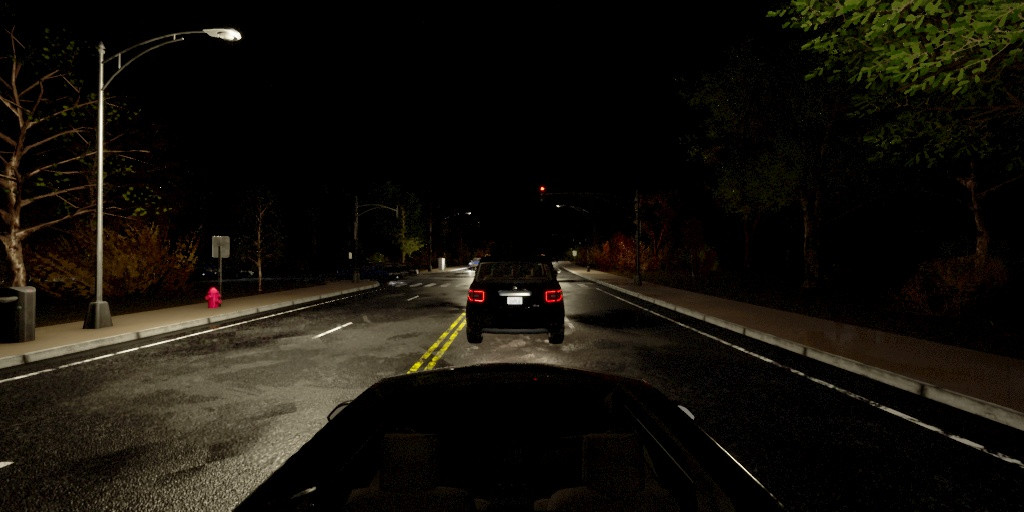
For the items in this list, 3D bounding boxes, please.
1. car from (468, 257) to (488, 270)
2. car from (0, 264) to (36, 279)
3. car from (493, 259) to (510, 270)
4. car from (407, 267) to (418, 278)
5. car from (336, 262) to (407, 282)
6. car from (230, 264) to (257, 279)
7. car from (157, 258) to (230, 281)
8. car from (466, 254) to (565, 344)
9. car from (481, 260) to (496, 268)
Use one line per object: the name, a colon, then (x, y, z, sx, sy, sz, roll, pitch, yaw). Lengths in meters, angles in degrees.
car: (-4.777, 1.056, 50.934, 2.097, 1.767, 4.553, 0, 0, 4)
car: (-52.457, 1.712, 36.771, 4.902, 1.511, 2.128, -1, -1, 10)
car: (-1.461, 1.190, 52.005, 2.128, 1.511, 4.902, 0, 0, 2)
car: (-11.316, 1.326, 33.601, 4.902, 1.511, 2.128, -1, 0, 1)
car: (-11.782, 1.345, 29.527, 5.357, 1.411, 2.033, -1, -1, 15)
car: (-28.062, 1.500, 35.806, 4.902, 1.511, 2.128, -1, -1, 10)
car: (-29.343, 1.209, 32.730, 5.566, 2.045, 2.150, -1, -1, 10)
car: (0.109, 0.972, 9.741, 2.150, 2.045, 5.566, 0, 0, 1)
car: (-3.974, 1.283, 61.090, 1.895, 1.301, 4.718, 0, 0, 5)
